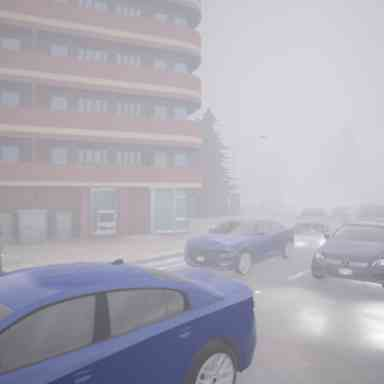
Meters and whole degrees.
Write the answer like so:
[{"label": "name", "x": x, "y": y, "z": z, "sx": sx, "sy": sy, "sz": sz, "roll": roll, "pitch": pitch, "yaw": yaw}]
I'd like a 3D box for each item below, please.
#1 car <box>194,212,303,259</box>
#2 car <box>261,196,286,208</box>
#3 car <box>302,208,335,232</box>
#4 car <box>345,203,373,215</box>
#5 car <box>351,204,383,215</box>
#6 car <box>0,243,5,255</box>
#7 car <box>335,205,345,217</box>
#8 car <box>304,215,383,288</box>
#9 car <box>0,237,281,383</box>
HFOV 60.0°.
[{"label": "car", "x": 1.791, "y": 1.585, "z": 11.158, "sx": 1.882, "sy": 1.535, "sz": 5.008, "roll": -1, "pitch": -1, "yaw": 38}, {"label": "car", "x": 14.435, "y": 1.768, "z": 59.289, "sx": 2.150, "sy": 2.045, "sz": 5.566, "roll": 0, "pitch": -1, "yaw": -20}, {"label": "car", "x": 7.522, "y": 1.733, "z": 20.567, "sx": 2.033, "sy": 1.411, "sz": 5.357, "roll": 0, "pitch": -1, "yaw": 21}, {"label": "car", "x": 12.219, "y": 1.587, "z": 22.744, "sx": 2.097, "sy": 1.767, "sz": 4.553, "roll": 0, "pitch": 0, "yaw": 14}, {"label": "car", "x": 10.154, "y": 1.648, "z": 18.180, "sx": 2.128, "sy": 1.511, "sz": 4.902, "roll": 0, "pitch": -1, "yaw": 23}, {"label": "car", "x": -5.629, "y": 1.281, "z": 4.461, "sx": 5.566, "sy": 2.045, "sz": 2.150, "roll": 0, "pitch": -1, "yaw": -32}, {"label": "car", "x": 13.056, "y": 1.791, "z": 27.645, "sx": 2.033, "sy": 1.411, "sz": 5.357, "roll": 0, "pitch": -1, "yaw": 10}, {"label": "car", "x": 4.996, "y": 1.611, "z": 9.614, "sx": 1.812, "sy": 1.442, "sz": 4.674, "roll": -1, "pitch": -1, "yaw": 37}, {"label": "car", "x": -1.453, "y": 1.515, "z": 3.195, "sx": 5.008, "sy": 1.535, "sz": 1.882, "roll": 0, "pitch": -1, "yaw": -40}]
